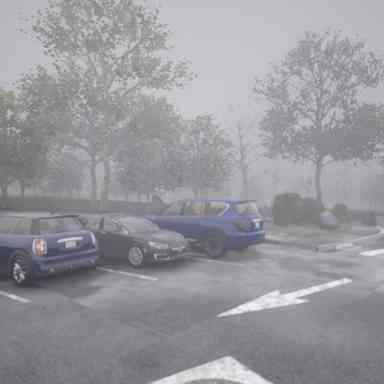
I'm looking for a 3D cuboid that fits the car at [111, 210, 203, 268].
[{"bbox_3d":[-2.369,1.507,11.336,4.892,1.521,2.231,-1,-1,34],"label":"car"}]

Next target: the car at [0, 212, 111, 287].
[{"bbox_3d":[-4.802,1.367,9.557,4.553,1.767,2.185,-1,-1,34],"label":"car"}]

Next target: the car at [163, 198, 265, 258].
[{"bbox_3d":[0.067,1.268,13.096,5.566,2.045,2.435,-1,-1,35],"label":"car"}]
